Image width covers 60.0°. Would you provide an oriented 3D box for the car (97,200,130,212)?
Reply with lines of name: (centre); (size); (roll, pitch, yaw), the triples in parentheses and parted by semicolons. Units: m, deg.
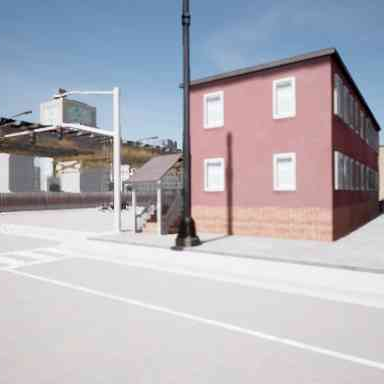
car: (-10.207, 1.805, 43.477); (1.812, 1.442, 4.674); (-1, 0, 36)
